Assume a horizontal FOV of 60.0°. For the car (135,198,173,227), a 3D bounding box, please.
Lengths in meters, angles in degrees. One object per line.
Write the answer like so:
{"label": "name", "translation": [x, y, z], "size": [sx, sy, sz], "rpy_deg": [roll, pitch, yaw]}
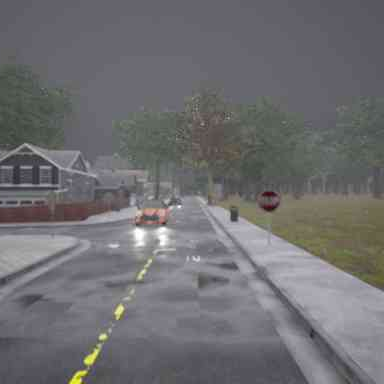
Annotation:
{"label": "car", "translation": [-2.758, 1.373, 23.777], "size": [2.097, 1.767, 4.553], "rpy_deg": [-1, 1, 0]}

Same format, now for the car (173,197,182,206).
{"label": "car", "translation": [-2.738, 1.587, 56.257], "size": [1.994, 1.385, 4.181], "rpy_deg": [0, 0, 0]}
